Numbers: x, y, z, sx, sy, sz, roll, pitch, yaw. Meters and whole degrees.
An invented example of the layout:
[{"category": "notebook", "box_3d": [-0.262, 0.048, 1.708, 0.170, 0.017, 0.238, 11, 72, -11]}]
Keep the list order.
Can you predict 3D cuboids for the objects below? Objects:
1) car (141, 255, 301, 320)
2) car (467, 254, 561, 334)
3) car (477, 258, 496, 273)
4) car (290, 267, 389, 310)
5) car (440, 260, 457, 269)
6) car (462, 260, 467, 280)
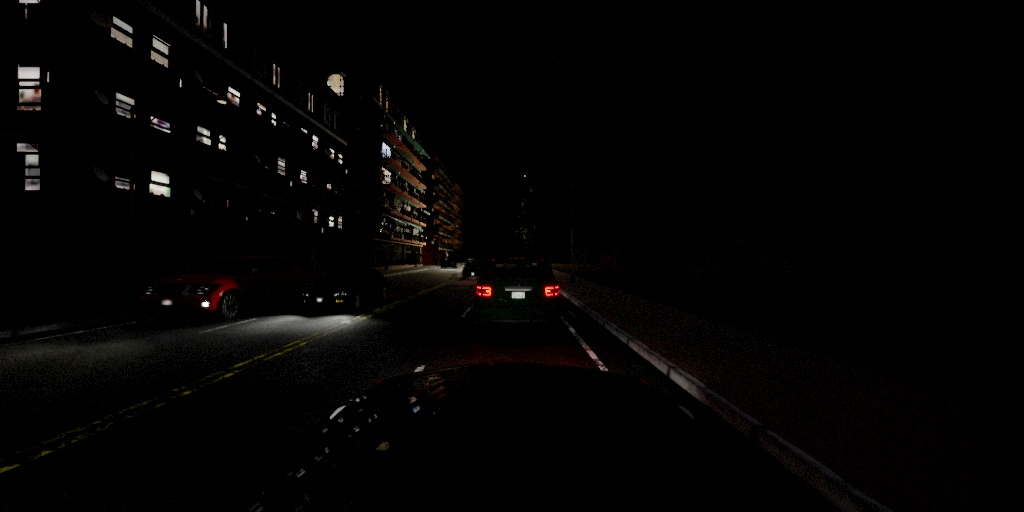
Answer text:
[{"category": "car", "box_3d": [-9.848, 0.973, 12.994, 2.150, 2.045, 5.566, 0, 0, 0]}, {"category": "car", "box_3d": [0.104, 0.973, 10.742, 2.150, 2.045, 5.566, 0, 0, -1]}, {"category": "car", "box_3d": [-3.135, 1.106, 45.166, 2.097, 1.767, 4.553, 0, 0, 0]}, {"category": "car", "box_3d": [-6.598, 1.257, 14.715, 1.837, 1.490, 4.892, 0, 0, 0]}, {"category": "car", "box_3d": [-9.822, 1.317, 55.537, 1.994, 1.385, 4.181, 0, 0, 0]}, {"category": "car", "box_3d": [-3.142, 1.252, 31.098, 1.837, 1.490, 4.892, 0, -2, 0]}]
